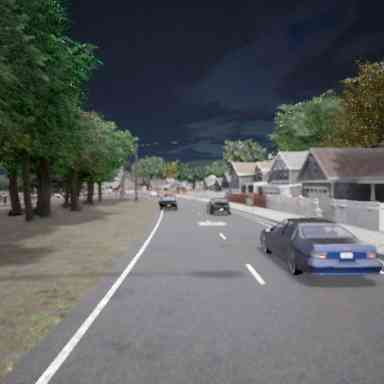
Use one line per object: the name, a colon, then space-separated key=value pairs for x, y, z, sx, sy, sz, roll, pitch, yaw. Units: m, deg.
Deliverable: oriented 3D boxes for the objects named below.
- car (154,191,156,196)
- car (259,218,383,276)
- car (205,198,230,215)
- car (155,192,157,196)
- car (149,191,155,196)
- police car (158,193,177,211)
car: x=-6.324 y=0.847 z=71.601 sx=2.033 sy=1.411 sz=5.357 roll=0 pitch=1 yaw=-11
car: x=3.498 y=1.493 z=10.156 sx=2.033 sy=1.411 sz=5.357 roll=0 pitch=0 yaw=-1
car: x=2.436 y=1.297 z=31.803 sx=1.837 sy=1.490 sz=4.892 roll=0 pitch=0 yaw=-4
car: x=-4.520 y=1.044 z=53.642 sx=1.801 sy=1.575 sz=5.366 roll=0 pitch=1 yaw=-8
car: x=-10.705 y=0.492 z=92.294 sx=1.812 sy=1.442 sz=4.674 roll=0 pitch=1 yaw=-14
police car: x=-2.680 y=1.174 z=37.640 sx=1.930 sy=1.638 sz=5.238 roll=0 pitch=1 yaw=-5
